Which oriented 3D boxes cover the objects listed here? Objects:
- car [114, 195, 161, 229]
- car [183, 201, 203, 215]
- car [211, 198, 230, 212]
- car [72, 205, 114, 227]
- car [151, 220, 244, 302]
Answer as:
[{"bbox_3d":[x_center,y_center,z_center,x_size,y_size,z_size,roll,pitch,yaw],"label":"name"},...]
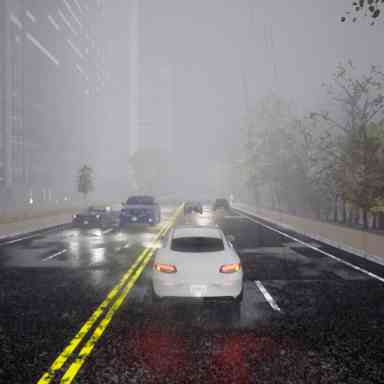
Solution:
[{"bbox_3d":[-3.338,1.219,22.165,2.150,2.045,5.566,0,0,0],"label":"car"},{"bbox_3d":[0.116,1.598,33.837,1.895,1.301,4.718,0,0,0],"label":"car"},{"bbox_3d":[3.368,1.501,39.413,1.837,1.490,4.892,0,0,0],"label":"car"},{"bbox_3d":[-6.588,1.598,22.895,1.895,1.301,4.718,0,0,0],"label":"car"},{"bbox_3d":[0.103,1.525,8.112,1.812,1.442,4.674,0,0,0],"label":"car"}]
